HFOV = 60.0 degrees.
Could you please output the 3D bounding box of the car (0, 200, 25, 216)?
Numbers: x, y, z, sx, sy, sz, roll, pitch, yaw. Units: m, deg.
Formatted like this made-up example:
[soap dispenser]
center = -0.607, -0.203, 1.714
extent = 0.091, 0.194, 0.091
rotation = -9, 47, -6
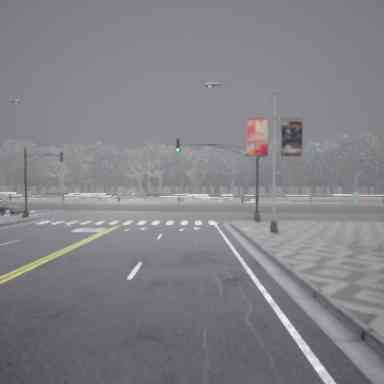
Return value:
[car]
center = -19.524, 1.633, 34.192
extent = 4.892, 1.490, 1.837
rotation = 2, 2, 9
